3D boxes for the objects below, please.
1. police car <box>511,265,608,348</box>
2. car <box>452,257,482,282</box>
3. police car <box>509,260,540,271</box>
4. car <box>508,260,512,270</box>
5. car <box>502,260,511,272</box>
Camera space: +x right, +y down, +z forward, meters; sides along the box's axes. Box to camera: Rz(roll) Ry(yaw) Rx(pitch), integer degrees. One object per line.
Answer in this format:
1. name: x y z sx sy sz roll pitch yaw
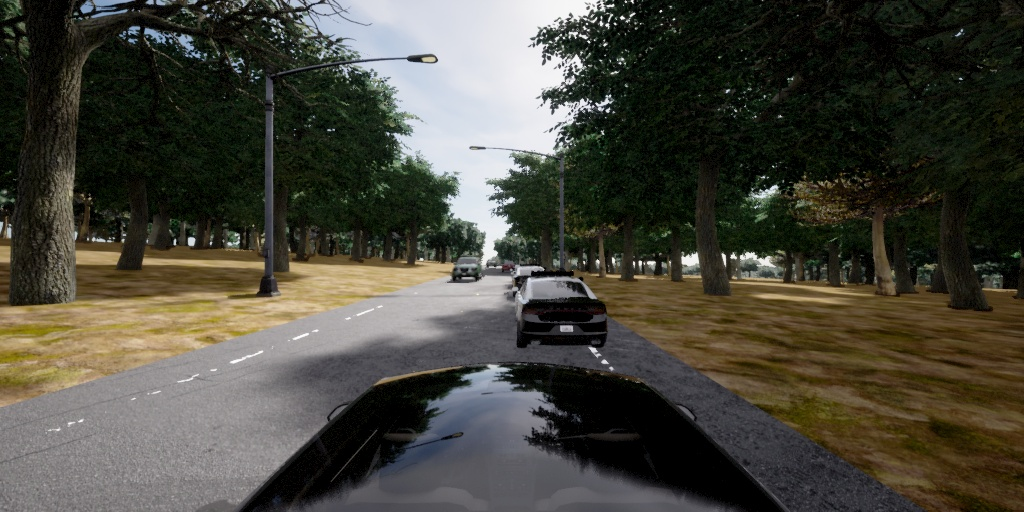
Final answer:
1. police car: 1.035 1.191 9.438 1.930 1.638 5.238 0 0 0
2. car: -3.790 1.106 31.153 2.150 2.045 5.566 0 0 0
3. police car: 0.969 1.221 19.451 1.930 1.638 5.238 -1 0 0
4. car: 0.910 1.298 25.353 1.882 1.535 5.008 -2 0 -1
5. car: -0.411 1.407 51.681 2.097 1.767 4.553 0 -1 -1
